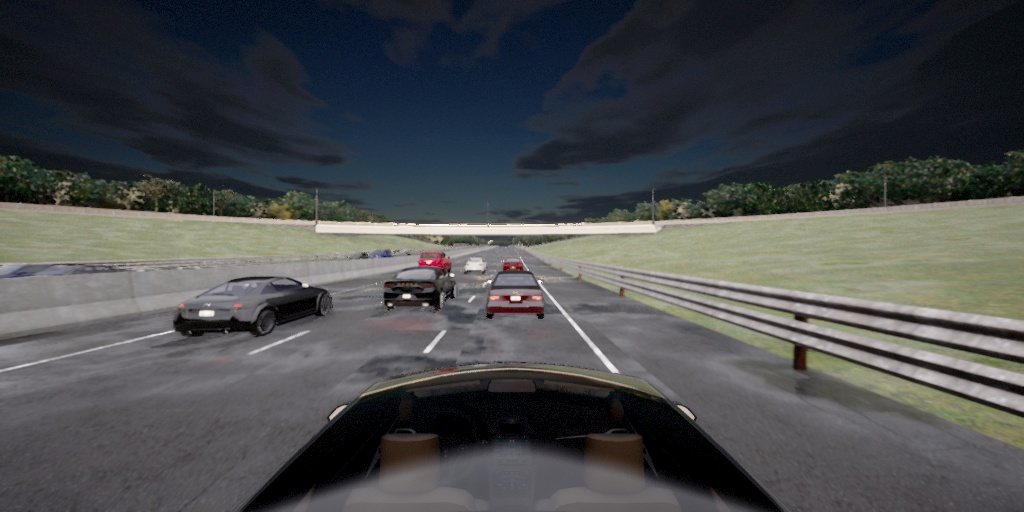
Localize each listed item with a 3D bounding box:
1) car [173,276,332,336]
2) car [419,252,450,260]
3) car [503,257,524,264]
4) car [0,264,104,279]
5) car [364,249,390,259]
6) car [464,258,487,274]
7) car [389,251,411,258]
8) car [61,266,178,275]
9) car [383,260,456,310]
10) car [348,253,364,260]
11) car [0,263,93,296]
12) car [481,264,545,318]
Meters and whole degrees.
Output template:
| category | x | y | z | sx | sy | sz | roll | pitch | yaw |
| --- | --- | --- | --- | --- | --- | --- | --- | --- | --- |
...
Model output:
| category | x | y | z | sx | sy | sz | roll | pitch | yaw |
| --- | --- | --- | --- | --- | --- | --- | --- | --- | --- |
| car | -6.897 | 1.247 | 10.106 | 1.994 | 1.385 | 4.181 | 0 | 1 | 0 |
| car | -6.892 | 0.626 | 32.298 | 2.150 | 2.045 | 5.566 | 0 | 1 | 0 |
| car | 0.107 | 0.840 | 34.698 | 1.882 | 1.535 | 5.008 | 0 | 1 | 0 |
| car | -21.096 | 1.145 | 17.403 | 2.033 | 1.411 | 5.357 | 0 | 1 | 0 |
| car | -21.030 | -0.051 | 57.458 | 2.150 | 2.045 | 5.566 | 0 | 2 | 1 |
| car | -3.391 | 0.896 | 34.279 | 1.812 | 1.442 | 4.674 | 0 | 1 | 0 |
| car | -17.537 | 0.230 | 57.530 | 1.837 | 1.490 | 4.892 | 0 | 2 | 1 |
| car | -17.596 | 1.201 | 17.175 | 1.895 | 1.301 | 4.718 | 0 | 1 | 0 |
| car | -3.397 | 1.116 | 14.043 | 1.882 | 1.535 | 5.008 | 0 | 1 | 0 |
| car | -24.531 | 0.230 | 57.519 | 1.837 | 1.490 | 4.892 | 0 | 2 | 1 |
| car | -24.595 | 1.117 | 17.899 | 1.812 | 1.442 | 4.674 | 0 | 1 | 0 |
| car | 0.104 | 1.203 | 12.585 | 2.033 | 1.411 | 5.357 | 0 | 1 | 0 |
